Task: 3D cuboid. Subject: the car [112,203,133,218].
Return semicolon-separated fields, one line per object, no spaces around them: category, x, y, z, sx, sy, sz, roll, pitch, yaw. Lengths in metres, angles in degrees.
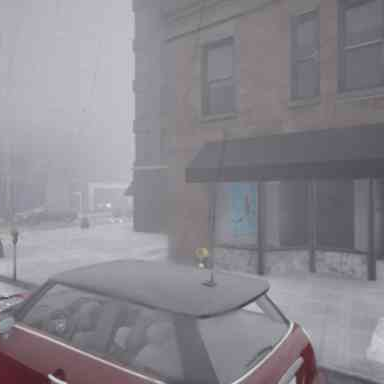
car;-5.735;1.726;32.276;1.994;1.385;4.181;0;0;35

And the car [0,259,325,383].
car;-0.889;1.459;3.484;4.097;1.590;1.967;-1;0;36

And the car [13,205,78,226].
car;-10.859;1.686;24.999;1.812;1.442;4.674;0;0;37
